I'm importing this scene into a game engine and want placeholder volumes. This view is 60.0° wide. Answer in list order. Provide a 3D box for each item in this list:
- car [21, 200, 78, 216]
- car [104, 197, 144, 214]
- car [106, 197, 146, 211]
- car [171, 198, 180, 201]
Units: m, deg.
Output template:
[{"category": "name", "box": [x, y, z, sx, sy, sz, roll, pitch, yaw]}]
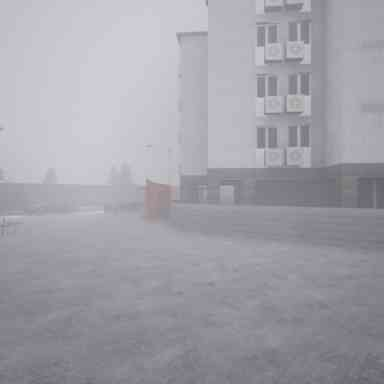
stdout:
[{"category": "car", "box": [-14.114, 1.539, 33.346, 2.033, 1.411, 5.357, 0, 0, 36]}, {"category": "car", "box": [-7.202, 1.345, 35.790, 2.097, 1.767, 4.553, 0, 0, 36]}, {"category": "car", "box": [-8.144, 1.470, 41.683, 1.882, 1.535, 5.008, 0, 0, 35]}, {"category": "car", "box": [-1.965, 1.539, 50.291, 2.033, 1.411, 5.357, 0, 0, 36]}]
